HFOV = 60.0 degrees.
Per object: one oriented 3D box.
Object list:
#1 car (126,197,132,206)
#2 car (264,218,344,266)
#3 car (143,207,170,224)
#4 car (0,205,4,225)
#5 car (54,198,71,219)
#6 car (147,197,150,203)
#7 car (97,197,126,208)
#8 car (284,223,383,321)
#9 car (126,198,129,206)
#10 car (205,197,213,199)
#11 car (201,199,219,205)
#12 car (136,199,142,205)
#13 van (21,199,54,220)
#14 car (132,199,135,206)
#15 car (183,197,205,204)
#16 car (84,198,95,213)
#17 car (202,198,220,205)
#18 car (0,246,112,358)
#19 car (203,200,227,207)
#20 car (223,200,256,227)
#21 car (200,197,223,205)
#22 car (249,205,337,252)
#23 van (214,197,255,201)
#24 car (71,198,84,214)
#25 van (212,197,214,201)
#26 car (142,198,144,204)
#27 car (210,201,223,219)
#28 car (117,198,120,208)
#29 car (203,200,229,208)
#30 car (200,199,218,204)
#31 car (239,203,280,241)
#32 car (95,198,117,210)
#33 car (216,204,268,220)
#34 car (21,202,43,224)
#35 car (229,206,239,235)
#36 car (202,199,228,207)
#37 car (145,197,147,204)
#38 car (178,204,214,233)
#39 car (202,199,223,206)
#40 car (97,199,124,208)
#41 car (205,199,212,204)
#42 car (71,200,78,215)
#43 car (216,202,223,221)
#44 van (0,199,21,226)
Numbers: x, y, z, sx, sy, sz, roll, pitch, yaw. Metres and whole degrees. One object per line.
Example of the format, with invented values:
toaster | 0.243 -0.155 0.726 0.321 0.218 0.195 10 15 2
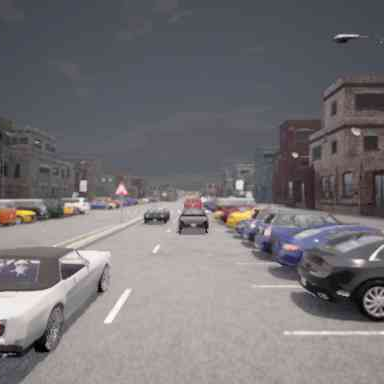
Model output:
car | -15.556 2.395 68.906 4.674 1.452 2.002 0 -1 0
car | 4.705 1.626 9.599 4.674 1.452 2.002 0 -1 0
car | -2.907 1.949 28.434 1.895 1.301 4.718 0 -1 0
car | -15.509 1.809 22.026 4.674 1.452 2.002 0 -1 0
car | -15.551 1.672 33.059 5.566 2.045 2.435 0 -1 0
car | -15.393 2.662 93.723 5.366 1.575 1.946 0 -1 0
car | -15.522 2.015 60.636 5.566 2.045 2.435 0 -1 0
car | 4.702 1.556 6.821 4.892 1.521 2.231 0 -1 0
car | -15.553 2.365 66.018 4.674 1.452 2.002 0 -1 0
car | 4.670 1.910 54.069 5.566 2.045 2.435 0 -1 0
car | 4.764 2.623 87.531 4.674 1.452 2.002 0 -1 0
car | -15.541 2.229 79.937 5.566 2.045 2.435 0 -1 0
van | -15.403 1.658 30.301 4.442 1.987 1.878 0 -1 0
car | -15.556 2.385 71.663 5.008 1.535 2.097 0 -1 0
car | 0.084 1.729 40.548 2.150 2.045 5.566 0 -1 0
car | -15.559 1.784 41.333 5.566 2.045 2.435 0 -1 0
car | 4.790 2.418 84.664 4.553 1.767 2.185 0 -1 0
car | -2.901 1.668 6.182 1.895 1.301 4.718 0 -1 0
car | 4.739 2.360 67.955 4.792 1.488 2.163 0 -1 0
car | 4.736 1.636 23.496 4.553 1.767 2.185 0 -1 0
car | 4.778 2.254 81.853 5.566 2.045 2.435 0 -1 0
car | 4.676 1.494 12.380 4.553 1.767 2.185 0 -1 0
van | 4.819 1.685 34.614 4.442 1.987 1.878 0 -1 0
car | -15.559 1.874 38.697 4.553 1.767 2.185 0 -1 0
van | 4.818 1.722 37.393 4.442 1.987 1.878 0 -1 0
car | -15.760 2.547 85.446 5.366 1.575 1.946 0 -1 0
car | 4.518 1.833 29.052 5.366 1.575 1.946 0 -1 0
car | -15.549 2.276 57.874 4.674 1.452 2.002 0 -1 0
car | 4.708 2.299 65.300 5.008 1.535 2.097 0 -1 0
car | 4.789 2.664 93.087 4.892 1.521 2.231 0 -1 0
car | 4.675 1.527 15.161 4.553 1.767 2.185 0 -1 0
car | -15.515 2.234 55.117 4.792 1.488 2.163 0 -1 0
car | 4.705 1.914 31.831 4.674 1.452 2.002 0 -1 0
car | -15.522 1.845 27.541 5.008 1.535 2.097 0 -1 0
car | 4.712 1.690 17.937 4.892 1.521 2.231 0 -1 0
car | 4.904 2.361 70.732 5.366 1.575 1.946 0 -1 0
car | -15.766 2.622 90.960 5.366 1.575 1.946 0 -1 0
car | 0.095 1.751 21.825 2.128 1.511 4.902 0 -1 0
car | 4.705 2.462 76.289 4.792 1.488 2.163 0 -1 0
car | -15.521 2.171 63.392 4.553 1.767 2.185 0 -1 0
car | 4.669 2.156 51.286 4.792 1.488 2.163 0 -1 0
car | -15.520 1.962 35.938 5.008 1.535 2.097 0 -1 0
car | 4.699 1.799 26.273 5.008 1.535 2.097 0 -1 0
van | -15.631 1.581 24.786 4.442 1.987 1.878 0 -1 0
